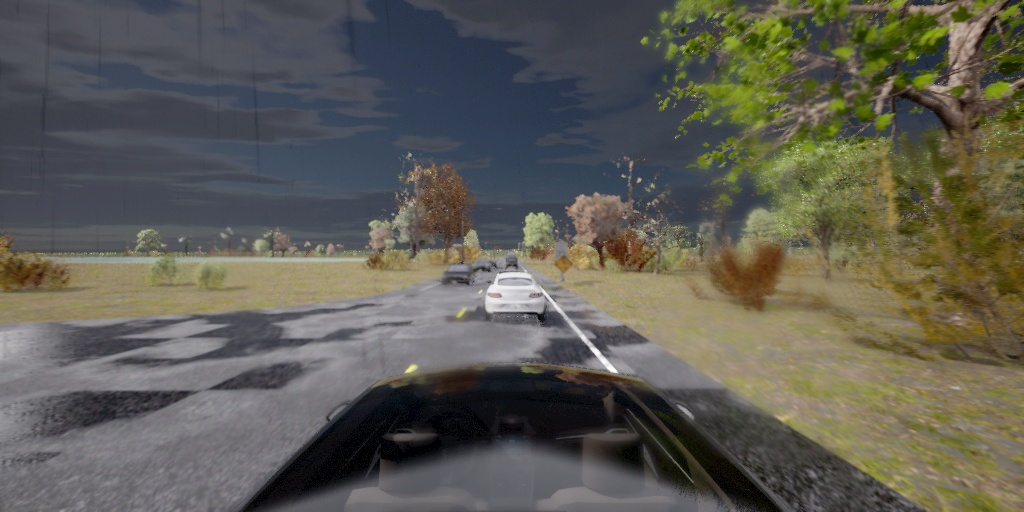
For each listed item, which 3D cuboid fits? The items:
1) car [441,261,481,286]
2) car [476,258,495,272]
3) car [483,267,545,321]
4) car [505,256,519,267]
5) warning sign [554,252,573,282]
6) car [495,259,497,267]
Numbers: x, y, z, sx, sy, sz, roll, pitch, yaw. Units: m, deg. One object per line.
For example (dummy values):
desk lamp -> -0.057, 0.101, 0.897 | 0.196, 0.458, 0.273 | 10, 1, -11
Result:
car -> -3.601, 1.276, 25.148 | 2.033, 1.411, 5.357 | 0, 0, 0
car -> -3.585, 1.052, 43.150 | 2.097, 1.767, 4.553 | 0, 0, 0
car -> 0.091, 1.263, 12.318 | 1.812, 1.442, 4.674 | 0, 0, 0
car -> 0.000, 1.170, 56.055 | 1.837, 1.490, 4.892 | 0, 0, 0
warning sign -> 3.550, 0.835, 24.772 | 1.300, 1.860, 1.060 | 0, 0, 0
car -> -3.500, 1.174, 60.226 | 1.882, 1.535, 5.008 | 0, 0, 0
